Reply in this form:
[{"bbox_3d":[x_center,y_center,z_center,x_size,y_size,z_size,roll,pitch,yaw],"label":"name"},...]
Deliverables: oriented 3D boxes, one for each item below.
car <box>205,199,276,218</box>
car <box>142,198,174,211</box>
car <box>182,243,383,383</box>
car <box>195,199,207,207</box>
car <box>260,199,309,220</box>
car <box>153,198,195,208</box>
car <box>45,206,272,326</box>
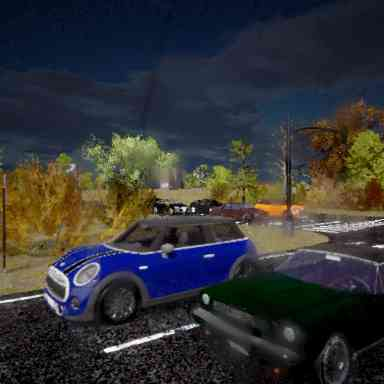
[{"bbox_3d":[3.749,1.560,26.709,2.033,1.411,5.357,0,0,-38],"label":"car"},{"bbox_3d":[-4.397,1.499,42.330,1.812,1.442,4.674,0,0,-38],"label":"car"},{"bbox_3d":[2.355,1.600,5.383,4.718,1.301,1.895,0,0,-36],"label":"car"},{"bbox_3d":[1.715,1.489,34.555,1.837,1.490,4.892,0,0,-38],"label":"car"},{"bbox_3d":[7.303,1.346,27.445,2.097,1.767,4.553,0,0,-38],"label":"car"},{"bbox_3d":[-2.269,1.494,34.365,2.128,1.511,4.902,0,0,-38],"label":"car"},{"bbox_3d":[-0.670,1.351,7.212,4.553,1.767,2.097,0,0,-36],"label":"car"}]
